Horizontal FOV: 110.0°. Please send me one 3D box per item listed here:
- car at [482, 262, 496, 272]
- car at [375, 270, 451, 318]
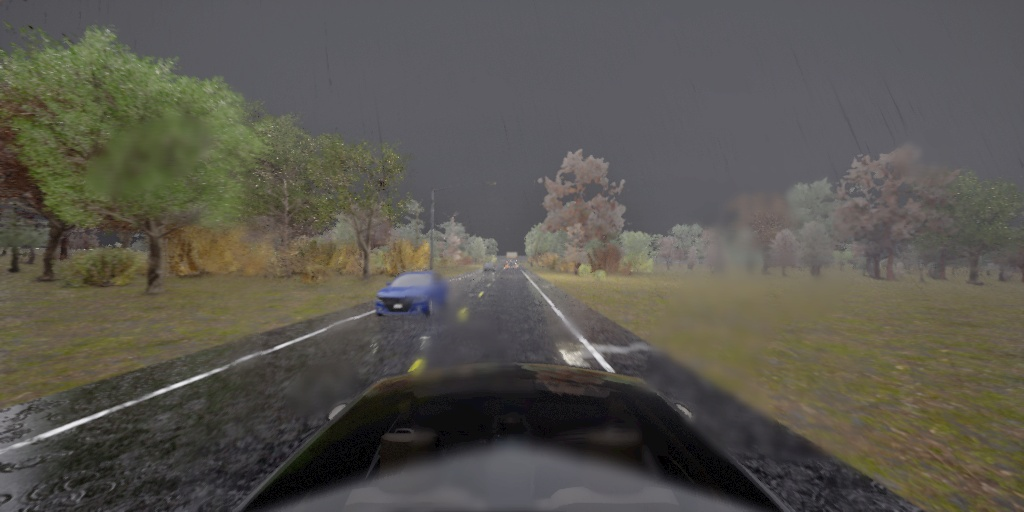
[{"bbox_3d":[-3.555,1.749,56.523,1.837,1.490,4.892,0,0,1],"label":"car"},{"bbox_3d":[-3.603,1.335,13.831,1.882,1.535,5.008,0,-1,0],"label":"car"}]
